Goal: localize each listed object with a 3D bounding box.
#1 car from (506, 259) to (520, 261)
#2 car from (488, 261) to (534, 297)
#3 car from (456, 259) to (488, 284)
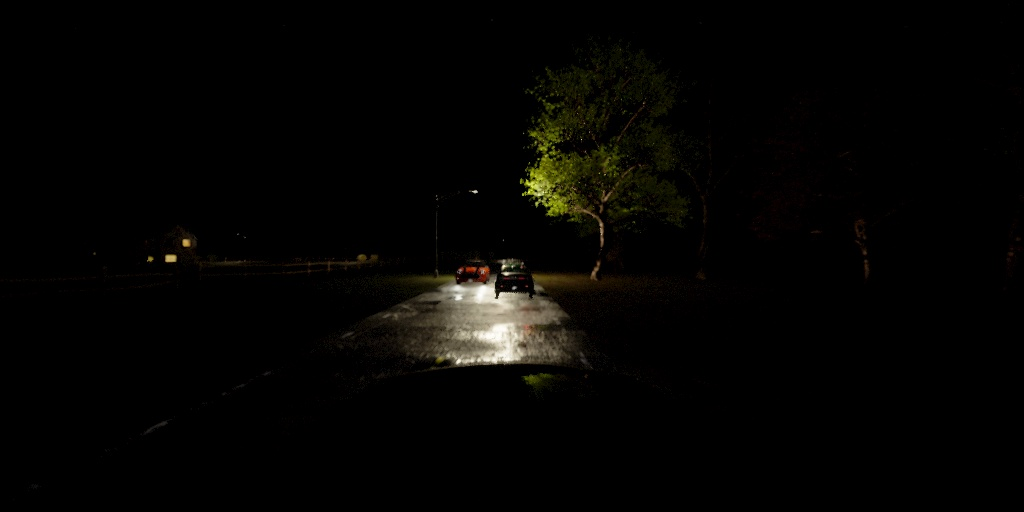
[{"bbox_3d":[0.094,1.024,35.256,2.097,1.767,4.553,0,0,0],"label":"car"},{"bbox_3d":[0.098,1.206,18.333,2.128,1.511,4.902,0,0,0],"label":"car"},{"bbox_3d":[-2.758,1.045,25.972,2.097,1.767,4.553,0,0,0],"label":"car"}]
